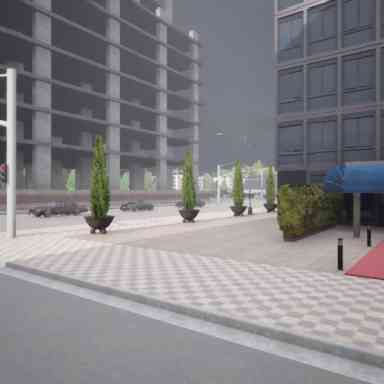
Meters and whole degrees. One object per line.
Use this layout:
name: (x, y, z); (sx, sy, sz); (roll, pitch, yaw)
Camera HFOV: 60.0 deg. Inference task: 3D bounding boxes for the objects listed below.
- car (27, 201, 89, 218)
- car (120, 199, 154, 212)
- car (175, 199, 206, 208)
car: (-12.286, 1.544, 30.892); (2.033, 1.411, 5.357); (0, 0, 36)
car: (-6.409, 1.560, 38.945); (1.994, 1.385, 4.181); (0, 0, 37)
car: (-0.156, 1.544, 47.524); (2.033, 1.411, 5.357); (0, 0, 36)
